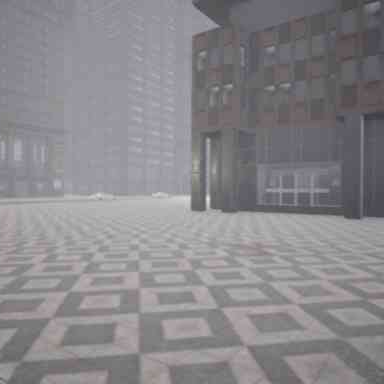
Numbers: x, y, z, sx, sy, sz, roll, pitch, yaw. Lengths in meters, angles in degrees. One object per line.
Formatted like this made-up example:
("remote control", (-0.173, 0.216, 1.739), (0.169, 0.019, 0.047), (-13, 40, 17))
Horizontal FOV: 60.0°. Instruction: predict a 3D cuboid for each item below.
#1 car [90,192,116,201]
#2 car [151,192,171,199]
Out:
("car", (-14.729, 0.804, 55.154), (1.812, 1.442, 4.674), (0, 1, 35))
("car", (-6.263, 0.665, 67.038), (1.812, 1.442, 4.674), (1, 1, 35))
